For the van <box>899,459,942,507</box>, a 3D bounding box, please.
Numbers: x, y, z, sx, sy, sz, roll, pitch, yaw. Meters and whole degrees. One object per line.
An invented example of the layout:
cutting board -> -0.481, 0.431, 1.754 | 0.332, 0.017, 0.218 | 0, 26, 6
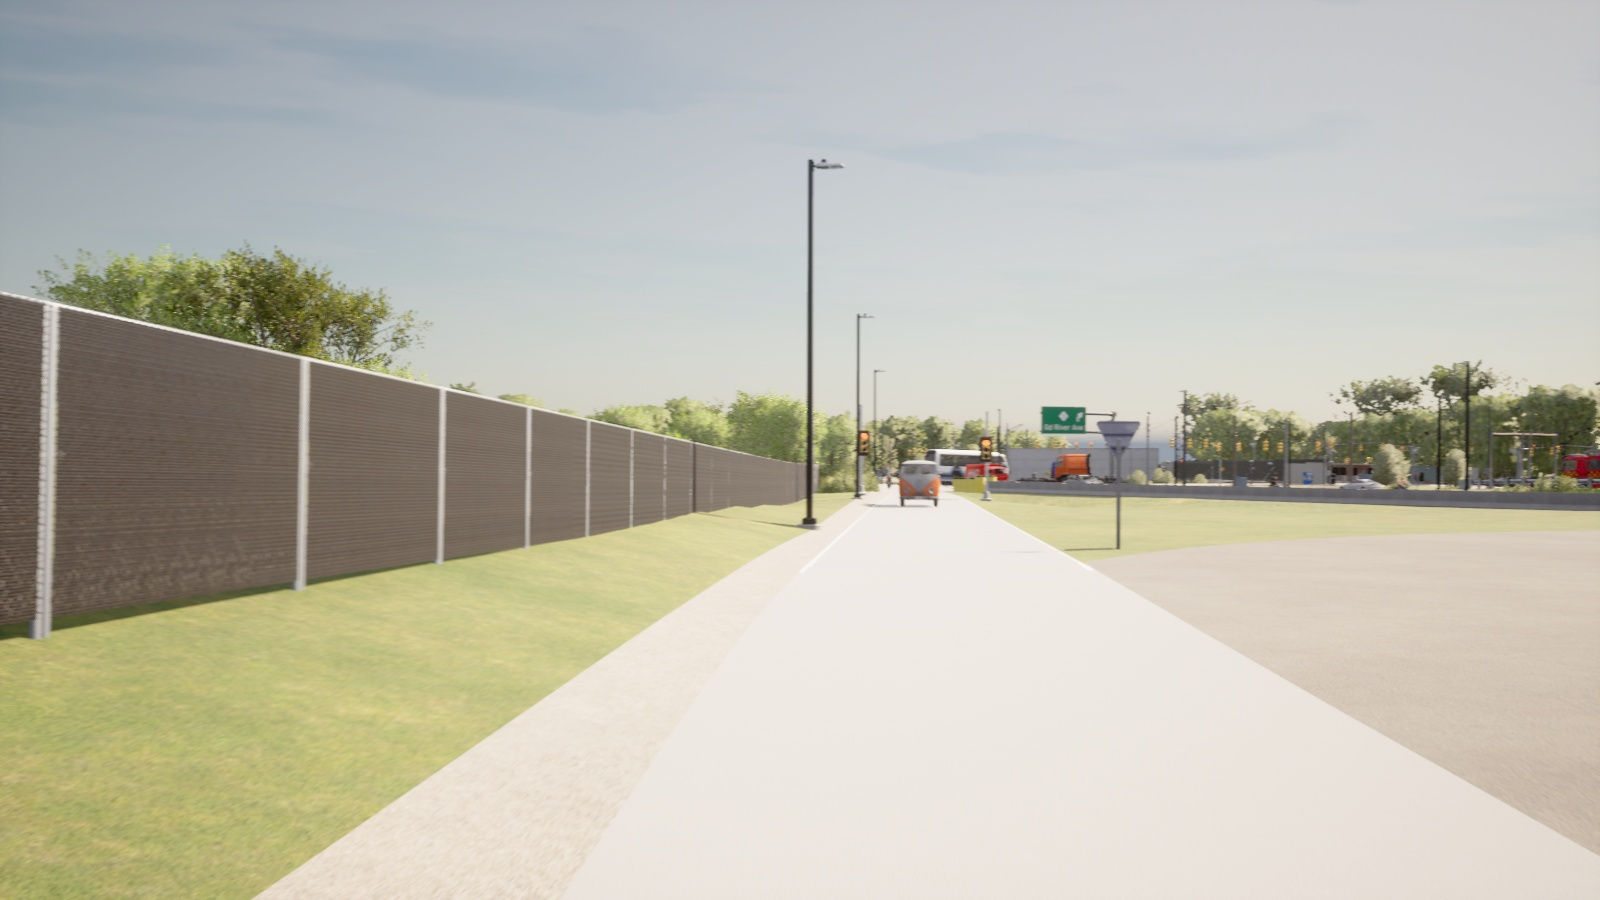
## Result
van -> 5.266, 1.421, 54.657 | 1.775, 1.987, 4.442 | 0, -1, 6
